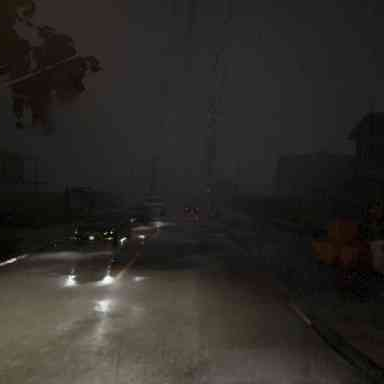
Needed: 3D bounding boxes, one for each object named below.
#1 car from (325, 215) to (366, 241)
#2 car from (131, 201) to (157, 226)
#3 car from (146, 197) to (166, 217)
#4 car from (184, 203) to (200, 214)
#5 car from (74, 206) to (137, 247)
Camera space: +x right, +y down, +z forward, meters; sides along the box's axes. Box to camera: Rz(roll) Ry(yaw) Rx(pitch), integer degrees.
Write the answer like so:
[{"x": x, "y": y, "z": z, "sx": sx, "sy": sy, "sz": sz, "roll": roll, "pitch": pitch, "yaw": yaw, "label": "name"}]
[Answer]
[{"x": 8.885, "y": 1.484, "z": 14.751, "sx": 5.357, "sy": 1.415, "sz": 2.033, "roll": 0, "pitch": 0, "yaw": 3, "label": "car"}, {"x": -4.083, "y": 1.728, "z": 25.819, "sx": 1.837, "sy": 1.490, "sz": 4.892, "roll": 0, "pitch": 0, "yaw": 0, "label": "car"}, {"x": -4.060, "y": 1.534, "z": 36.281, "sx": 2.150, "sy": 2.045, "sz": 5.566, "roll": 0, "pitch": 0, "yaw": 0, "label": "car"}, {"x": 0.042, "y": 1.946, "z": 40.077, "sx": 1.895, "sy": 1.301, "sz": 4.718, "roll": 0, "pitch": 0, "yaw": 1, "label": "car"}, {"x": -4.090, "y": 1.643, "z": 15.999, "sx": 1.837, "sy": 1.490, "sz": 4.892, "roll": 0, "pitch": 0, "yaw": 0, "label": "car"}]
